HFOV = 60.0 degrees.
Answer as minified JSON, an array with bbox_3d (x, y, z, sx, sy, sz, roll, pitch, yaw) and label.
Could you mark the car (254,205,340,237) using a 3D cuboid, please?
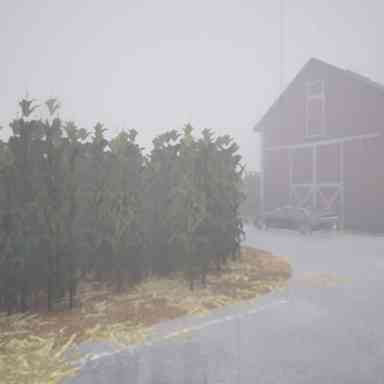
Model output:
[{"bbox_3d":[5.565,1.471,18.241,2.128,1.511,4.902,0,0,-36],"label":"car"}]
